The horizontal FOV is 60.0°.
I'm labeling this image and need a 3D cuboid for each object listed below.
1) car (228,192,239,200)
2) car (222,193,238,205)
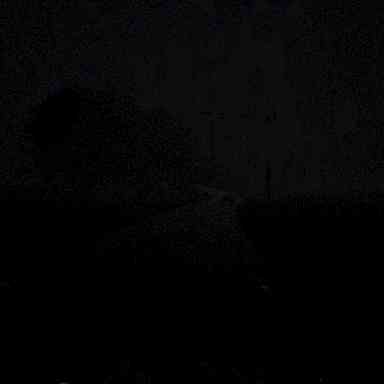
[{"bbox_3d":[8.709,0.879,70.232,2.033,1.411,5.357,0,2,6],"label":"car"},{"bbox_3d":[5.646,1.134,51.271,1.837,1.490,4.892,0,1,11],"label":"car"}]
